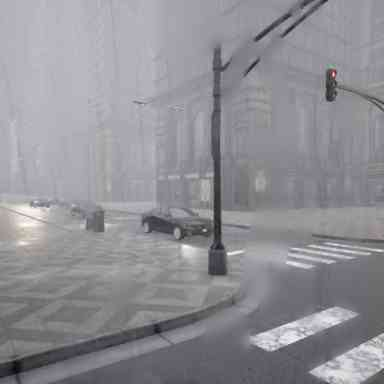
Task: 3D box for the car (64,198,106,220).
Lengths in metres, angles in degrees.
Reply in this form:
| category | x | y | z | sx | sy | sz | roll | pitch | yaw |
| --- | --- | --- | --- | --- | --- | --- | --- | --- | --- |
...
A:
| category | x | y | z | sx | sy | sz | roll | pitch | yaw |
| --- | --- | --- | --- | --- | --- | --- | --- | --- | --- |
| car | -9.020 | 1.474 | 28.656 | 2.128 | 1.511 | 4.902 | 0 | 0 | -35 |

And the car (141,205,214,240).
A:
| category | x | y | z | sx | sy | sz | roll | pitch | yaw |
| --- | --- | --- | --- | --- | --- | --- | --- | --- | --- |
| car | -0.870 | 1.470 | 17.224 | 1.882 | 1.535 | 5.008 | 0 | 0 | -36 |

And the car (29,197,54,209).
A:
| category | x | y | z | sx | sy | sz | roll | pitch | yaw |
| --- | --- | --- | --- | --- | --- | --- | --- | --- | --- |
| car | -21.013 | 1.492 | 45.643 | 2.033 | 1.411 | 5.357 | 0 | 0 | -35 |

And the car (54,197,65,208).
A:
| category | x | y | z | sx | sy | sz | roll | pitch | yaw |
| --- | --- | --- | --- | --- | --- | --- | --- | --- | --- |
| car | -16.317 | 1.489 | 44.318 | 2.033 | 1.411 | 5.357 | 0 | 0 | -35 |
